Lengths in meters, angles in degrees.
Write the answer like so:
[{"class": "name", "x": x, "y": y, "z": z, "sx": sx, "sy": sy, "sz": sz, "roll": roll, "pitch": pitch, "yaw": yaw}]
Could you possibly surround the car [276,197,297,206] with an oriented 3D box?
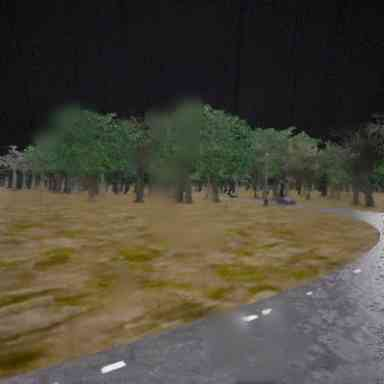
[{"class": "car", "x": 16.420, "y": 1.587, "z": 58.006, "sx": 2.033, "sy": 1.411, "sz": 5.357, "roll": 1, "pitch": 0, "yaw": -7}]
